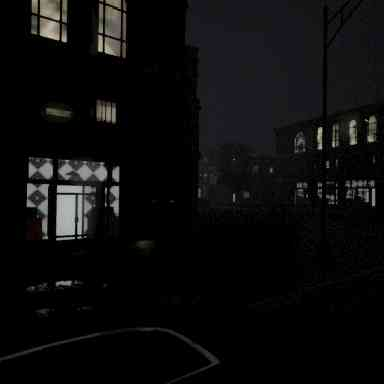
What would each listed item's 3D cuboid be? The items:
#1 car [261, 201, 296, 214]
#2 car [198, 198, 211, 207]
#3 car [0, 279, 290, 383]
[{"bbox_3d":[9.407,1.622,36.615,2.008,1.369,4.403,1,-1,-27],"label":"car"},{"bbox_3d":[1.337,1.619,52.096,1.887,1.381,4.507,1,-1,-27],"label":"car"},{"bbox_3d":[-1.443,1.505,2.079,4.892,1.490,1.837,0,0,-36],"label":"car"}]
